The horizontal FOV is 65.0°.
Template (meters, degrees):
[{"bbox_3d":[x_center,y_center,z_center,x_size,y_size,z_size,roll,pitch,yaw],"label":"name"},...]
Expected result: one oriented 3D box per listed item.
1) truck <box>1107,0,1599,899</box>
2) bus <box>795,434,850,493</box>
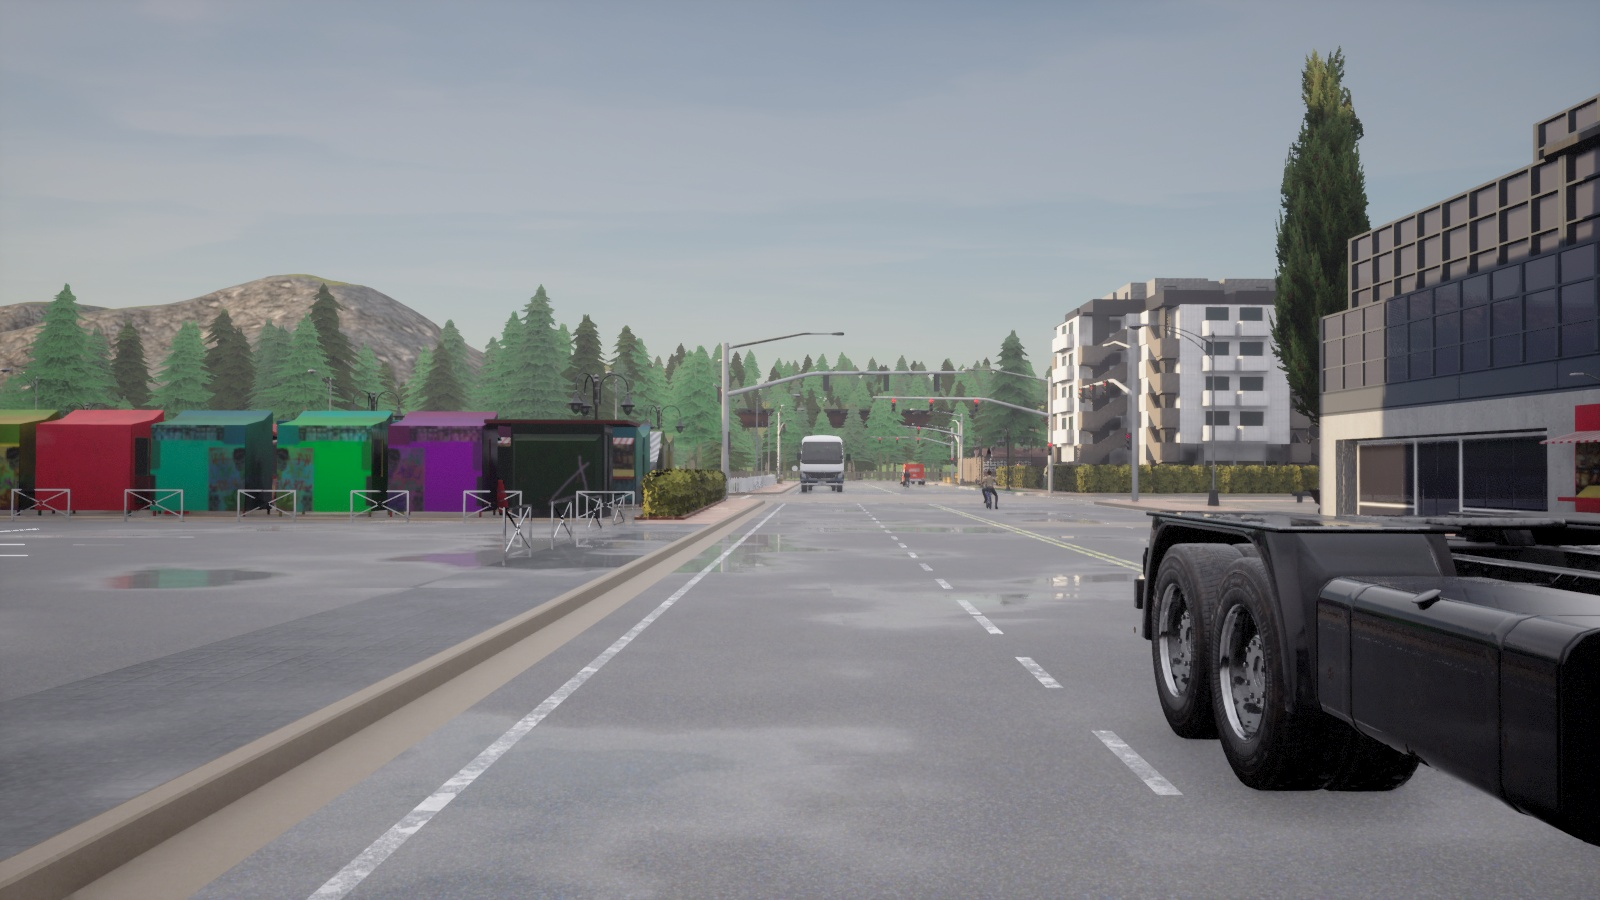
[{"bbox_3d":[3.537,-0.102,4.747,2.891,3.462,7.936,0,-1,1],"label":"truck"},{"bbox_3d":[1.699,1.041,96.112,3.944,4.253,10.273,0,-1,1],"label":"bus"}]
